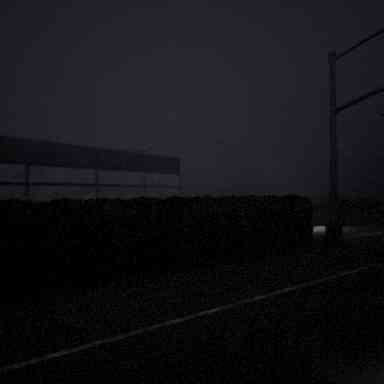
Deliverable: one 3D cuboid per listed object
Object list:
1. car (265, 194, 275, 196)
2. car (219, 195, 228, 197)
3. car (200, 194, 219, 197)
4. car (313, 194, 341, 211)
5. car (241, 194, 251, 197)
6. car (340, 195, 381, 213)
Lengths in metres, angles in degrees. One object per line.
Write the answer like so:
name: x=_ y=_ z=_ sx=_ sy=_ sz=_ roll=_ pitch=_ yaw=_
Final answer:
car: x=18.708 y=1.226 z=77.588 sx=5.027 sy=1.636 sz=2.152 roll=0 pitch=0 yaw=-36
car: x=6.832 y=1.476 z=81.448 sx=4.514 sy=1.523 sz=2.007 roll=0 pitch=0 yaw=-36
car: x=2.774 y=1.276 z=69.961 sx=4.605 sy=1.855 sz=1.932 roll=0 pitch=0 yaw=-36
car: x=16.009 y=1.310 z=37.219 sx=5.027 sy=1.636 sz=2.152 roll=0 pitch=0 yaw=-36
car: x=14.691 y=1.351 z=82.603 sx=3.806 sy=1.475 sz=1.970 roll=0 pitch=0 yaw=-36
car: x=17.887 y=1.297 z=34.706 sx=4.514 sy=1.523 sz=2.007 roll=0 pitch=0 yaw=-36
